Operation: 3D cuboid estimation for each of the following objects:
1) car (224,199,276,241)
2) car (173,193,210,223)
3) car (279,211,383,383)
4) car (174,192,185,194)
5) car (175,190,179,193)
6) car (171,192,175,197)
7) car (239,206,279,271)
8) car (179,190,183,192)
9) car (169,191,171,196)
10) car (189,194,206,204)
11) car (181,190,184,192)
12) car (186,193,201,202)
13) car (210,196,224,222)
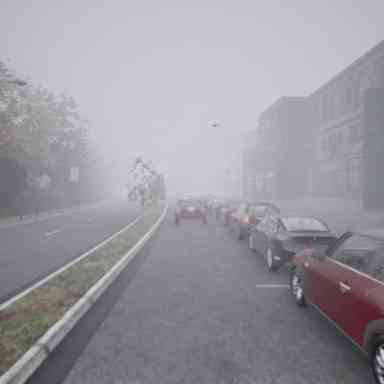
[{"bbox_3d":[3.042,1.247,16.114,2.185,1.767,4.553,1,0,0],"label":"car"},{"bbox_3d":[-0.132,1.187,23.709,2.097,1.767,4.553,0,1,-1],"label":"car"},{"bbox_3d":[3.047,1.323,5.015,2.185,1.767,4.553,0,0,0],"label":"car"},{"bbox_3d":[-0.977,1.175,40.902,1.882,1.535,5.008,0,1,-4],"label":"car"},{"bbox_3d":[-2.081,0.836,77.381,1.946,1.575,5.366,0,1,-9],"label":"car"},{"bbox_3d":[-3.010,0.523,82.708,2.435,2.045,5.566,0,1,-10],"label":"car"},{"bbox_3d":[3.045,1.412,10.587,2.231,1.521,4.892,0,0,0],"label":"car"},{"bbox_3d":[-1.230,0.898,71.882,1.946,1.575,5.366,0,1,-8],"label":"car"},{"bbox_3d":[-4.039,0.704,88.162,2.231,1.521,4.892,0,1,-11],"label":"car"},{"bbox_3d":[0.811,1.063,55.124,2.231,1.521,4.892,0,0,-6],"label":"car"},{"bbox_3d":[-0.453,0.959,66.182,2.097,1.535,5.008,0,1,-7],"label":"car"},{"bbox_3d":[0.206,1.011,60.653,2.097,1.535,5.008,0,1,-6],"label":"car"},{"bbox_3d":[2.743,1.320,27.419,2.163,1.488,4.792,0,0,-2],"label":"car"}]
